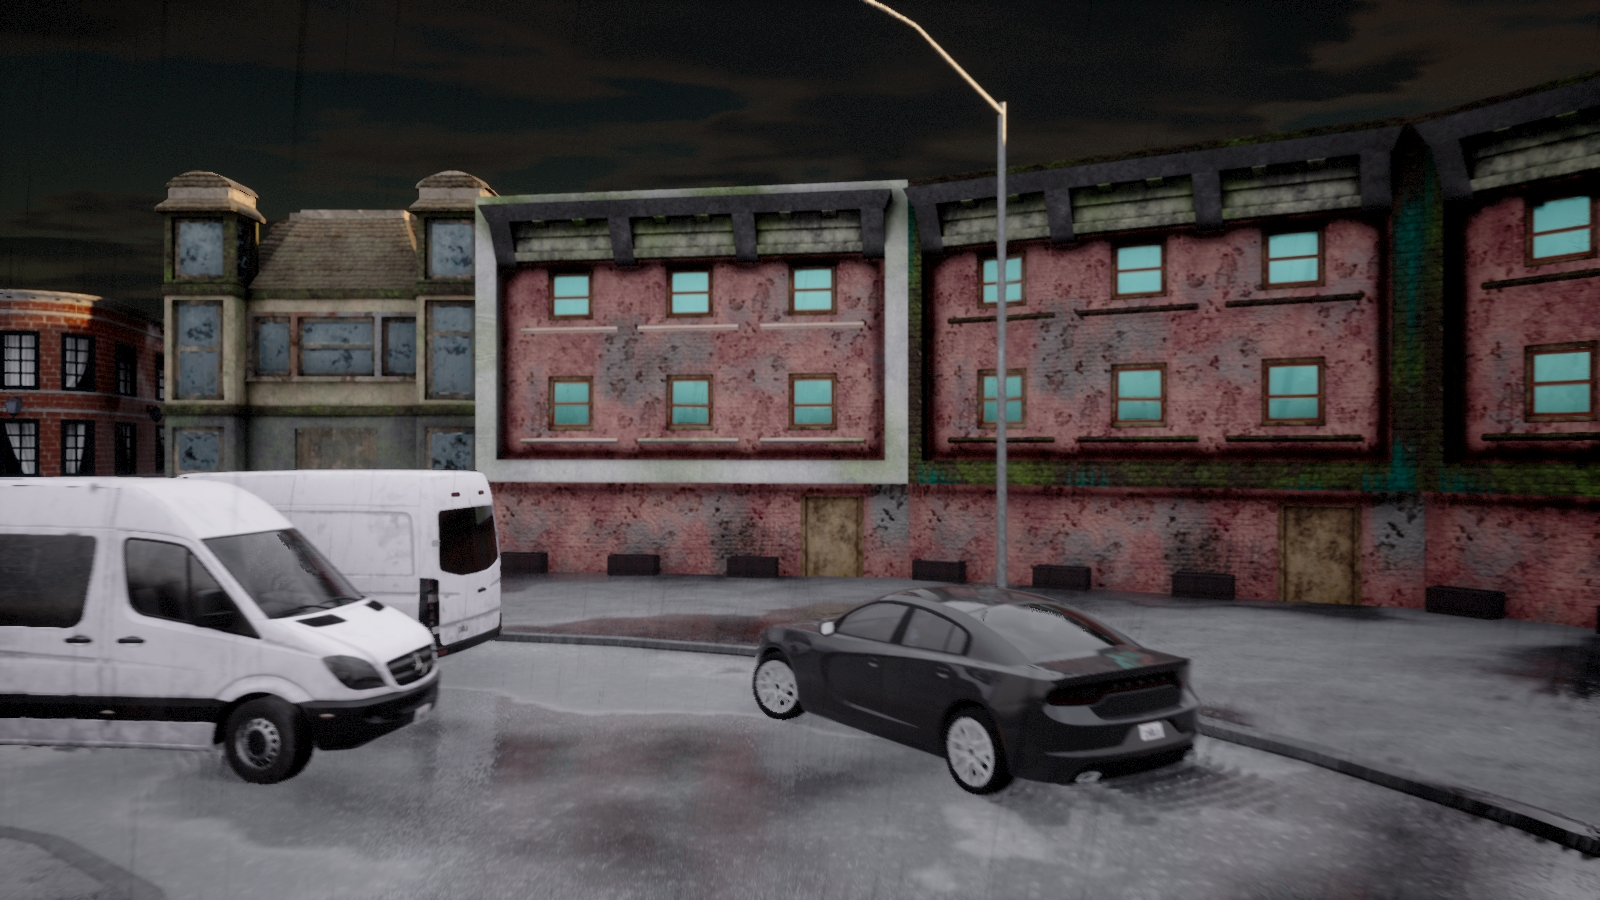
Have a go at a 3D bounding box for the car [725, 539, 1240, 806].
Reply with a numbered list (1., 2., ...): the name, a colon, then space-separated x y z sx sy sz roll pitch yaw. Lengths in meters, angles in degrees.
1. car: 1.406 1.823 10.985 2.097 1.535 5.006 0 0 -33

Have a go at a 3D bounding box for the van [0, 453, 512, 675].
1. van: -6.918 1.326 14.730 5.915 2.561 1.988 0 0 10

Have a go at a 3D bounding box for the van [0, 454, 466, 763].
1. van: -6.375 1.323 10.670 5.915 2.561 1.988 0 0 4
